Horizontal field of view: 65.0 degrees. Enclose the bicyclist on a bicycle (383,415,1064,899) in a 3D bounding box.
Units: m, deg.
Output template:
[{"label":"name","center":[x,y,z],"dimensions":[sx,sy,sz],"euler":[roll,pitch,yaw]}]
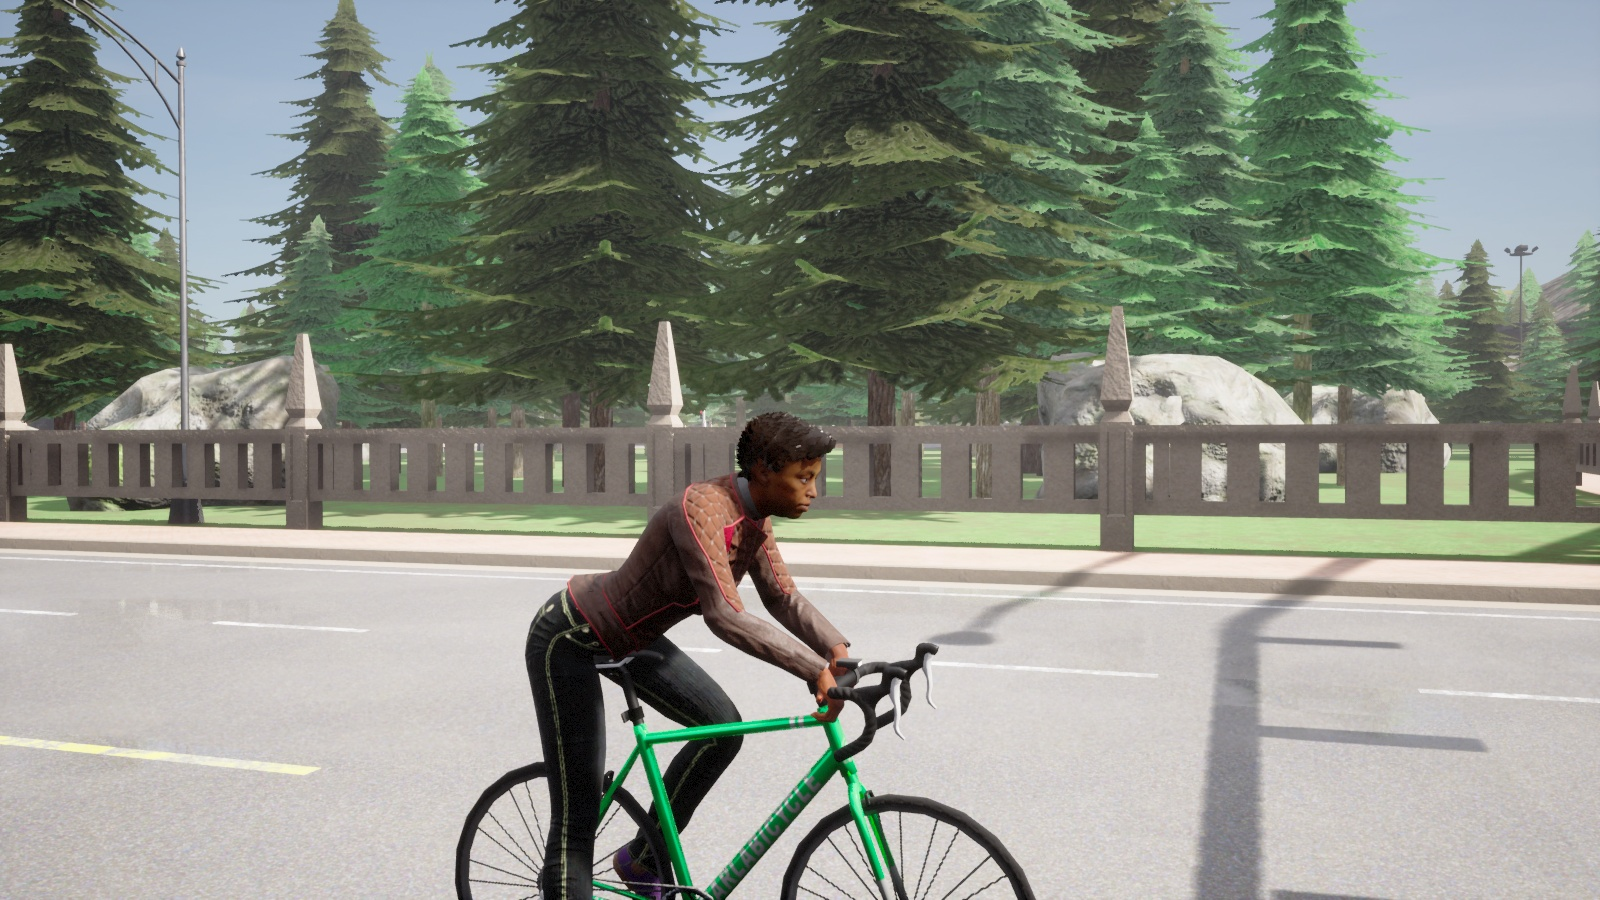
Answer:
[{"label":"bicyclist on a bicycle","center":[-0.200,0.726,3.259],"dimensions":[1.656,1.620,0.582],"euler":[1,1,19]}]
